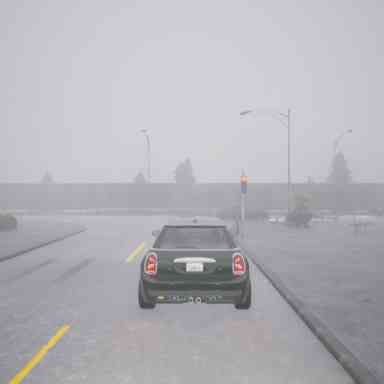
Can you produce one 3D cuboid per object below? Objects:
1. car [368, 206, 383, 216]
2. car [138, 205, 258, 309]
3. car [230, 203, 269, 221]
[{"bbox_3d":[19.302,1.546,30.605,5.357,1.411,2.033,0,0,0],"label":"car"},{"bbox_3d":[0.071,1.352,8.017,2.097,1.767,4.553,0,0,1],"label":"car"},{"bbox_3d":[4.022,1.563,26.424,4.181,1.385,1.994,0,0,0],"label":"car"}]
